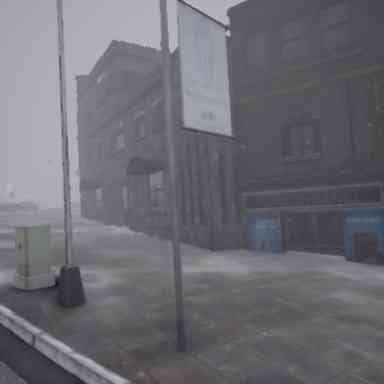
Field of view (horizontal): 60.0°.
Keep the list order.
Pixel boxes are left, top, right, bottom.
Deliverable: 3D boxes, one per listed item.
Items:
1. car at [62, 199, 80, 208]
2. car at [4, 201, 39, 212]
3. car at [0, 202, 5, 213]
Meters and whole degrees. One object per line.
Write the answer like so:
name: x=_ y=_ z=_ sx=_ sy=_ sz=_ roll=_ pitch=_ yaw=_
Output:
car: x=-22.217 y=2.050 z=61.921 sx=2.097 sy=1.767 sz=4.553 roll=-4 pitch=-1 yaw=8
car: x=-23.770 y=2.014 z=47.195 sx=1.837 sy=1.490 sz=4.892 roll=-3 pitch=-1 yaw=5
car: x=-27.124 y=2.181 z=47.150 sx=1.882 sy=1.535 sz=5.008 roll=-3 pitch=-1 yaw=1
